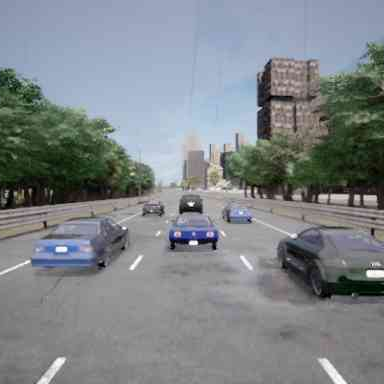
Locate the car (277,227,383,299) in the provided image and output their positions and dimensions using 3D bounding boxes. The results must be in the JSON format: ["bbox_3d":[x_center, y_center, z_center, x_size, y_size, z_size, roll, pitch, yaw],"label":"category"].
[{"bbox_3d":[3.579,1.564,8.498,1.994,1.385,4.181,0,0,0],"label":"car"}]

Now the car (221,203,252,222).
[{"bbox_3d":[3.450,1.550,26.185,2.033,1.411,5.357,0,0,-1],"label":"car"}]

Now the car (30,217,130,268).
[{"bbox_3d":[-3.428,1.548,11.219,2.033,1.411,5.357,0,0,0],"label":"car"}]

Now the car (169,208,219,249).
[{"bbox_3d":[0.051,1.602,14.558,1.895,1.301,4.718,0,0,0],"label":"car"}]

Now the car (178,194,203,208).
[{"bbox_3d":[-0.118,1.225,31.375,2.150,2.045,5.566,0,0,-1],"label":"car"}]

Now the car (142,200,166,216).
[{"bbox_3d":[-3.632,1.496,32.197,2.128,1.511,4.902,0,0,-1],"label":"car"}]
